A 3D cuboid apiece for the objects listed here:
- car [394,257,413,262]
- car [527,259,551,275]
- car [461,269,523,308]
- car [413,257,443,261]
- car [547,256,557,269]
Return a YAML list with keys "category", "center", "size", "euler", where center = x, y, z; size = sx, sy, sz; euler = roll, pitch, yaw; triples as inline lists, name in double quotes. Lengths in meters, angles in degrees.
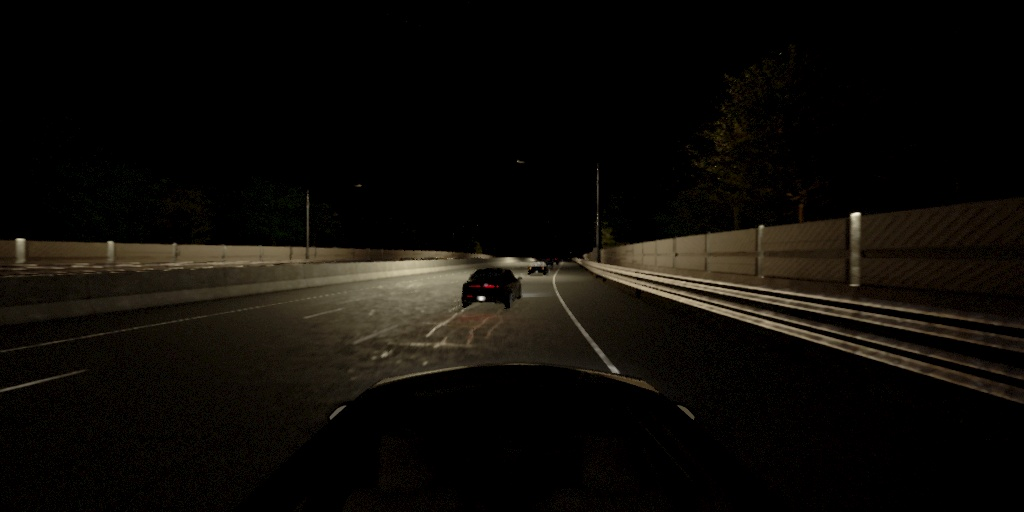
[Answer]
- category: "car"
  center: [-16.058, 0.945, 53.853]
  size: [2.097, 1.767, 4.553]
  euler: [0, 0, 9]
- category: "car"
  center: [2.797, 1.278, 37.973]
  size: [1.895, 1.301, 4.718]
  euler: [0, 0, 9]
- category: "car"
  center: [-0.724, 1.254, 14.974]
  size: [1.837, 1.490, 4.892]
  euler: [0, 0, 9]
- category: "car"
  center: [-12.524, 0.954, 53.808]
  size: [2.097, 1.767, 4.553]
  euler: [0, 0, 9]
- category: "car"
  center: [5.229, 1.142, 53.854]
  size: [2.128, 1.511, 4.902]
  euler: [0, 0, 9]
